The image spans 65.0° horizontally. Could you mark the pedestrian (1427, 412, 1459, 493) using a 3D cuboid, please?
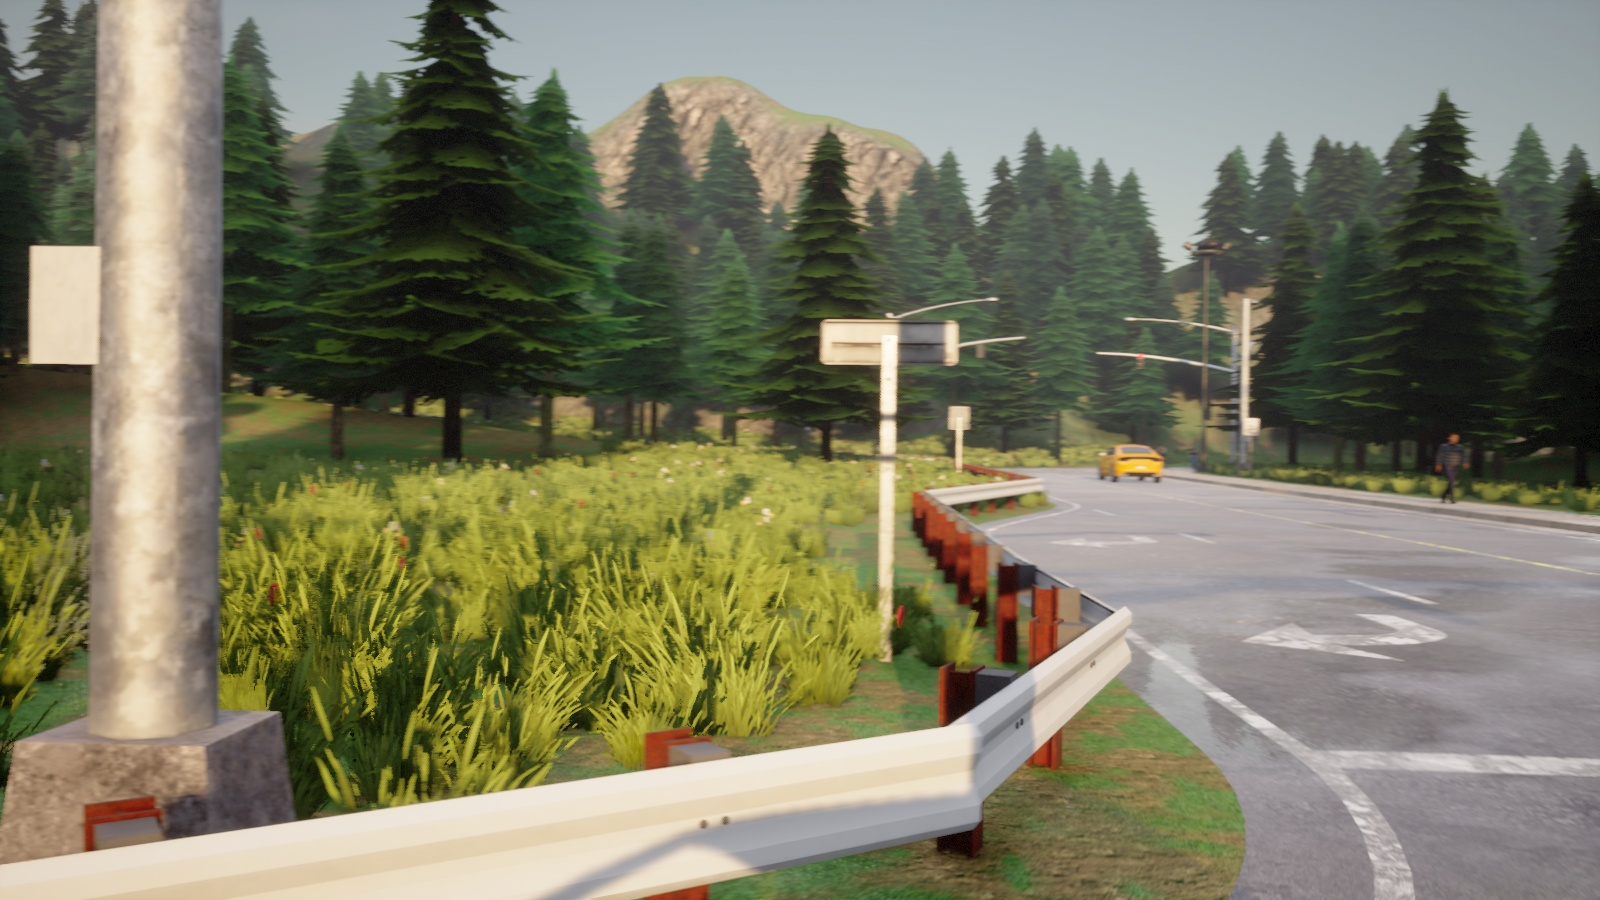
[{"bbox_3d":[15.826,0.058,30.915,0.423,1.949,0.788,0,0,4],"label":"pedestrian"}]

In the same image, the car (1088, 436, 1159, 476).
[{"bbox_3d":[13.133,0.219,51.254,1.882,1.535,5.008,0,0,4],"label":"car"}]
